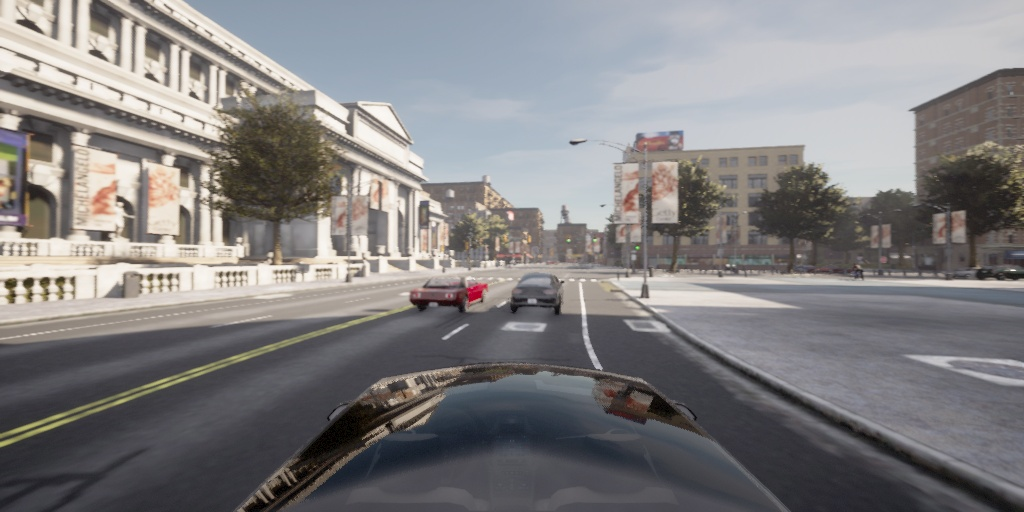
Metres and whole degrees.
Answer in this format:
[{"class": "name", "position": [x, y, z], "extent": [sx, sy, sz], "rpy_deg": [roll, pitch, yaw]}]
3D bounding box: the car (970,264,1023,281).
[{"class": "car", "position": [52.572, 1.697, 37.900], "extent": [4.553, 1.767, 2.097], "rpy_deg": [0, -1, 10]}]

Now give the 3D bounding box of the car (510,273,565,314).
[{"class": "car", "position": [1.117, 1.397, 14.530], "extent": [1.812, 1.442, 4.674], "rpy_deg": [0, 0, 11]}]

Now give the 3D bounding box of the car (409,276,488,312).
[{"class": "car", "position": [-2.376, 1.458, 14.902], "extent": [1.895, 1.301, 4.718], "rpy_deg": [0, 0, 11]}]

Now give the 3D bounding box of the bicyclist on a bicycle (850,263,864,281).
[{"class": "bicyclist on a bicycle", "position": [32.302, 1.503, 33.575], "extent": [0.582, 1.620, 1.656], "rpy_deg": [0, -1, 10]}]
